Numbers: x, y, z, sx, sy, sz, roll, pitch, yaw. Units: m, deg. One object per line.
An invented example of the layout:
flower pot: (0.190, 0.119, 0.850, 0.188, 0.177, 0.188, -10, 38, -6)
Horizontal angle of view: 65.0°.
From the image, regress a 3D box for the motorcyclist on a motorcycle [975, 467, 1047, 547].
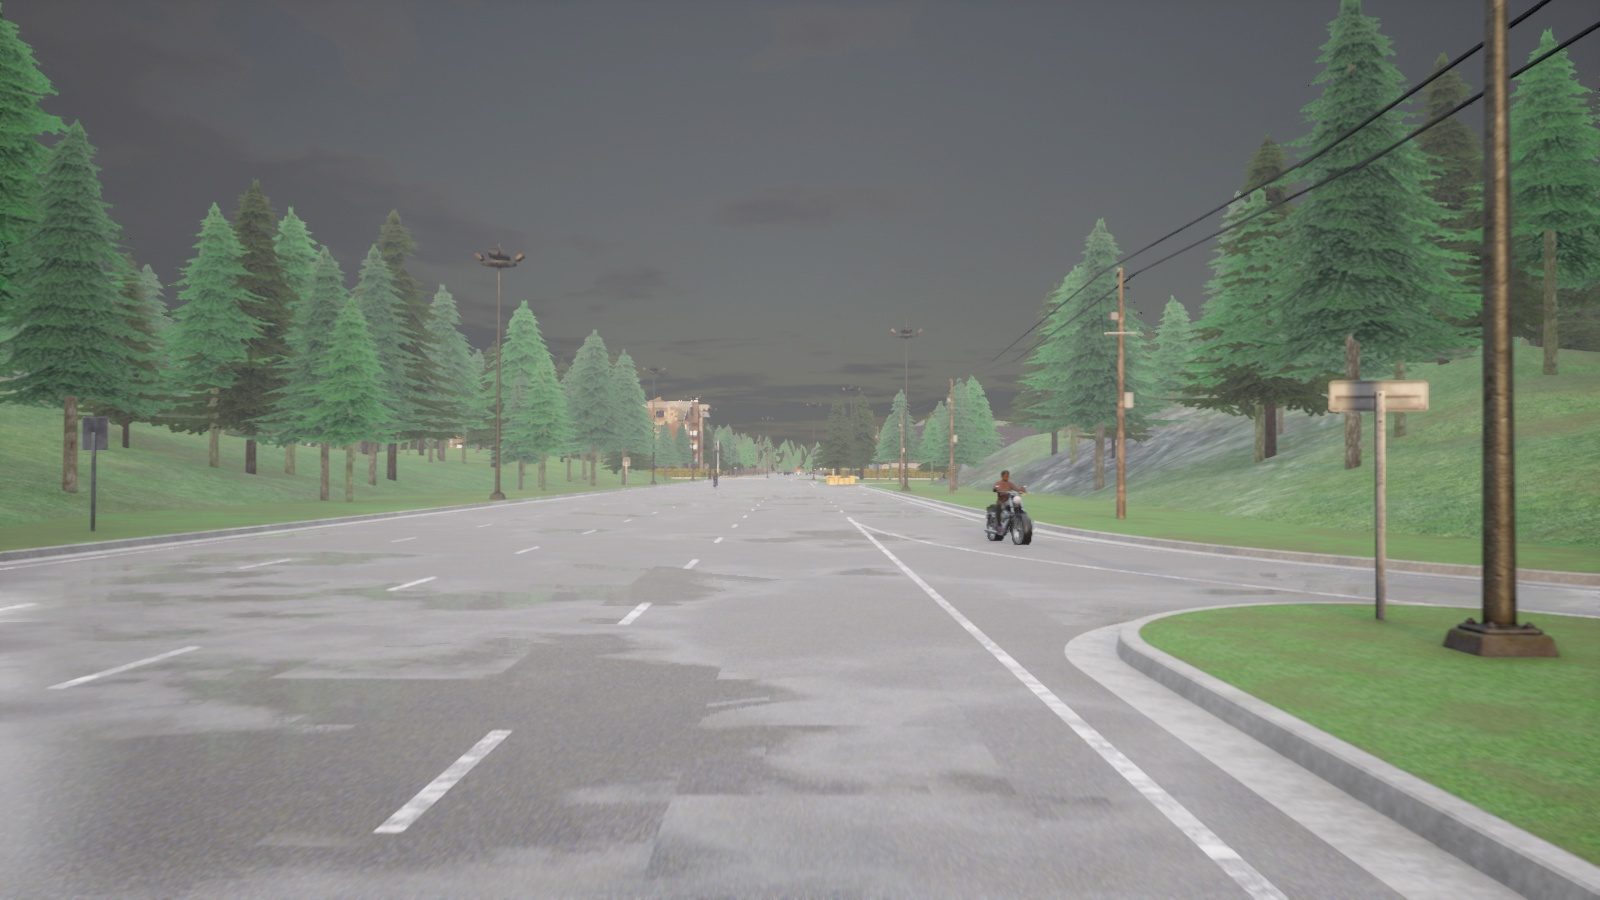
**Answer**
motorcyclist on a motorcycle: (4.544, 1.203, 27.224, 0.766, 1.649, 2.350, 0, -1, -11)
